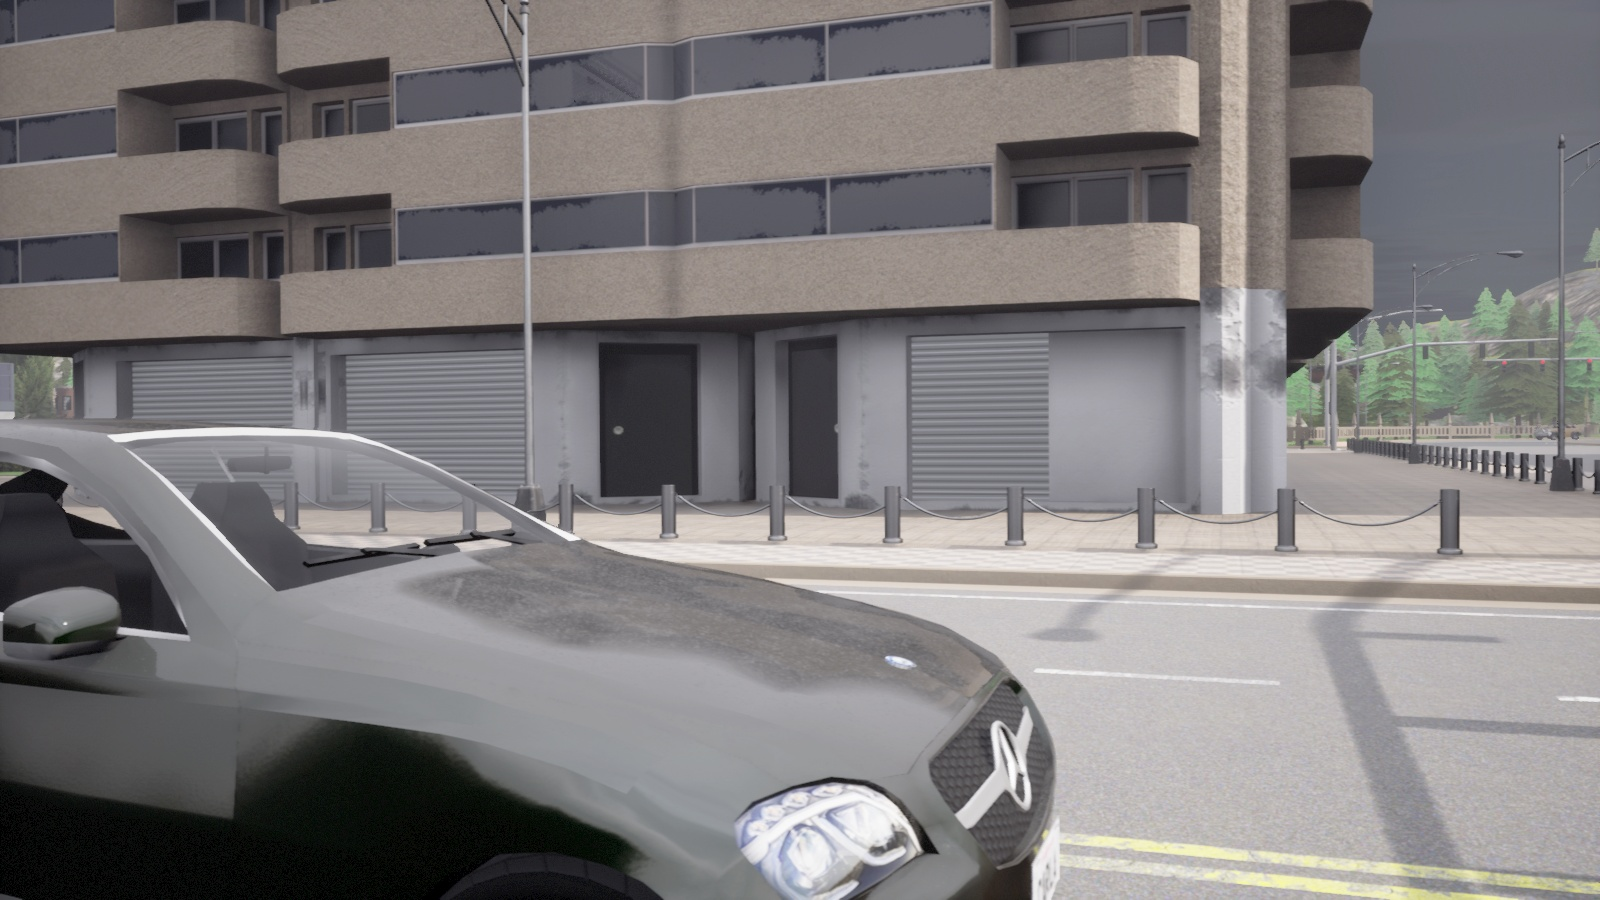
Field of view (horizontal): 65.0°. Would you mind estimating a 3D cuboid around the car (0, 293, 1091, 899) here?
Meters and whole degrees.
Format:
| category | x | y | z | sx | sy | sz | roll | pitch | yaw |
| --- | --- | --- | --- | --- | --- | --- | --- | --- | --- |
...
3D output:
| category | x | y | z | sx | sy | sz | roll | pitch | yaw |
| --- | --- | --- | --- | --- | --- | --- | --- | --- | --- |
| car | -1.797 | 0.555 | 3.795 | 5.027 | 1.651 | 2.152 | 0 | 1 | 19 |
